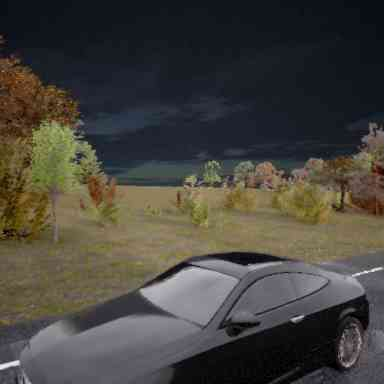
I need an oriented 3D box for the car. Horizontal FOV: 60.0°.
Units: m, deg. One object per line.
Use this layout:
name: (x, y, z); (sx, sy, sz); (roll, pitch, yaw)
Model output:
car: (0.429, 1.546, 4.173); (4.674, 1.442, 1.812); (0, 0, -36)
